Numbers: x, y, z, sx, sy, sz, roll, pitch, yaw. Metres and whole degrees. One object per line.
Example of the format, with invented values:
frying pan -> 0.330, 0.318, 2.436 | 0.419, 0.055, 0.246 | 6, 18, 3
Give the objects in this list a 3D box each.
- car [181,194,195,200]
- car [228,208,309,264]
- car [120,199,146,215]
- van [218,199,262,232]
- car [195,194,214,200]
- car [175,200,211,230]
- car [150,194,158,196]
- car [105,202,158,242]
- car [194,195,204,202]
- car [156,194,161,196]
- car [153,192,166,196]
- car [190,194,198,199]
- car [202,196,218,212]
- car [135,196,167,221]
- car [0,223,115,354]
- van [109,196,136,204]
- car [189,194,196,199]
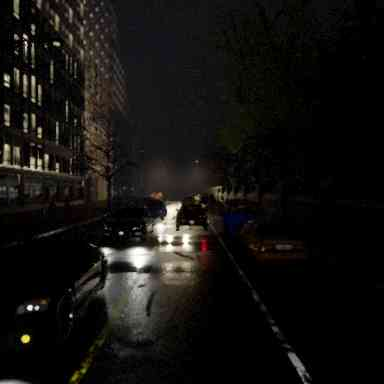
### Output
car -> -0.536, 1.289, 47.339 | 1.882, 1.535, 5.008 | 0, 0, -1
car -> 2.519, 1.482, 11.487 | 1.752, 1.417, 4.829 | 0, 0, 0
car -> -5.781, 1.416, 33.276 | 1.887, 1.381, 4.507 | 0, 0, -1
van -> 2.474, 1.277, 16.860 | 1.690, 1.788, 3.998 | 0, 0, -1
car -> 2.007, 1.138, 44.586 | 2.192, 1.841, 5.009 | 0, 0, -1
car -> -0.035, 1.448, 20.454 | 1.812, 1.442, 4.674 | 0, 0, -1
car -> -6.015, 1.369, 44.370 | 1.887, 1.381, 4.507 | 0, 0, -1
car -> -2.937, 1.444, 16.201 | 1.837, 1.490, 4.892 | 0, 0, 0
car -> 1.337, 1.249, 66.938 | 1.752, 1.417, 4.829 | 0, 0, -2
car -> -6.158, 1.383, 49.918 | 1.802, 1.307, 4.206 | 0, 0, -2
car -> -6.489, 1.067, 61.007 | 2.192, 1.841, 5.009 | 0, 0, -2
car -> 0.430, 1.170, 88.942 | 2.008, 1.369, 4.403 | 0, 0, -3
car -> 2.239, 1.394, 33.662 | 1.752, 1.417, 4.829 | 0, 0, -1
car -> -3.031, 1.376, 26.654 | 1.882, 1.535, 5.008 | 0, 0, 0
car -> -2.892, 1.541, 6.163 | 1.994, 1.385, 4.181 | 0, 0, -2
van -> -5.688, 1.235, 27.730 | 1.690, 1.788, 3.998 | 0, 0, -1
car -> 0.181, 1.174, 94.486 | 1.802, 1.307, 4.206 | 0, 0, -3
